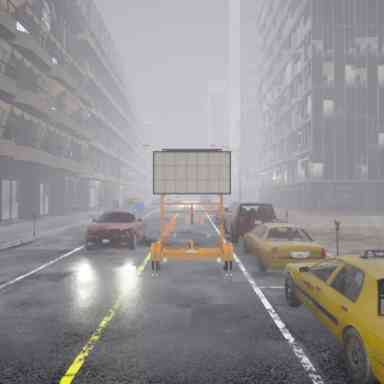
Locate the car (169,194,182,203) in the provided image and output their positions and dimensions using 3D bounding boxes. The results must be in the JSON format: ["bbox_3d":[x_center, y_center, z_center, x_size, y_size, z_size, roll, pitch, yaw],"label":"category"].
[{"bbox_3d":[-3.004,1.604,67.728,1.882,1.535,5.008,0,0,0],"label":"car"}]

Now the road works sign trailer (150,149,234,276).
[{"bbox_3d":[0.000,0.471,10.325,2.380,3.560,2.880,0,0,0],"label":"road works sign trailer"}]

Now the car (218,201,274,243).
[{"bbox_3d":[2.705,1.326,15.973,2.192,1.841,5.009,1,0,0],"label":"car"}]

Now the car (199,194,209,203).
[{"bbox_3d":[2.698,1.473,76.726,2.192,1.841,5.009,1,0,0],"label":"car"}]

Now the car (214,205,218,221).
[{"bbox_3d":[2.701,1.583,21.495,1.947,1.339,4.313,1,0,0],"label":"car"}]

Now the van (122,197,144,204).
[{"bbox_3d":[-5.677,1.374,32.542,1.690,1.788,3.998,1,0,0],"label":"van"}]

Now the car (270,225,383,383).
[{"bbox_3d":[2.702,1.528,5.098,1.752,1.417,4.829,1,0,0],"label":"car"}]

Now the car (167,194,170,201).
[{"bbox_3d":[-5.685,1.725,82.247,1.887,1.381,4.507,1,0,0],"label":"car"}]

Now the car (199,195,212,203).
[{"bbox_3d":[2.697,1.668,60.155,1.947,1.339,4.313,1,0,0],"label":"car"}]

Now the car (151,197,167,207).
[{"bbox_3d":[-5.683,1.666,54.633,1.802,1.307,4.206,1,0,0],"label":"car"}]

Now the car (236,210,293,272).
[{"bbox_3d":[2.702,1.532,10.621,1.752,1.417,4.829,1,0,0],"label":"car"}]

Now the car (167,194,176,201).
[{"bbox_3d":[-5.683,1.545,93.294,2.192,1.841,5.009,1,0,0],"label":"car"}]

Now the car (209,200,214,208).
[{"bbox_3d":[2.700,1.569,27.019,1.887,1.381,4.507,1,0,0],"label":"car"}]

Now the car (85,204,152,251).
[{"bbox_3d":[-3.104,1.487,14.444,1.882,1.535,5.008,0,0,0],"label":"car"}]
